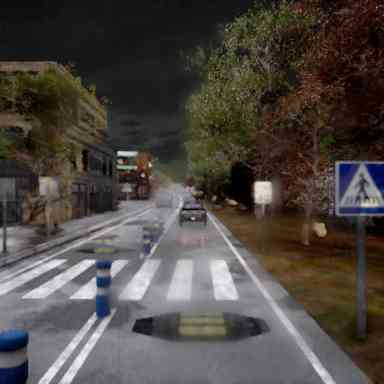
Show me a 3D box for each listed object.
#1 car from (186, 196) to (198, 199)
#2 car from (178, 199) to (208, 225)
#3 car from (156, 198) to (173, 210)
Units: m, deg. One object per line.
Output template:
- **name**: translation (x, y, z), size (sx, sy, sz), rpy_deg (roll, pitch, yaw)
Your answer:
- **car**: translation (-0.012, 1.279, 42.572), size (2.097, 1.767, 4.553), rpy_deg (0, 0, 0)
- **car**: translation (0.072, 1.468, 23.582), size (2.128, 1.511, 4.902), rpy_deg (0, 0, 0)
- **car**: translation (-3.447, 1.495, 42.255), size (1.994, 1.385, 4.181), rpy_deg (0, 0, 0)
